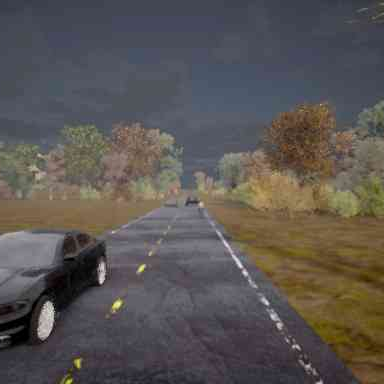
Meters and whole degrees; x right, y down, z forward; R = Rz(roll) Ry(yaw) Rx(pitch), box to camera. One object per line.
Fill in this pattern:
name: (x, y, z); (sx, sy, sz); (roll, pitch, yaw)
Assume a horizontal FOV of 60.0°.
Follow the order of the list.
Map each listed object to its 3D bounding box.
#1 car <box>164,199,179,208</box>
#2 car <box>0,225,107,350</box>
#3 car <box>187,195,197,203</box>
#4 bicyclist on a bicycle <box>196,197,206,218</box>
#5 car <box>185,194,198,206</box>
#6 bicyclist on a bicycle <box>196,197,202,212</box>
car: (-3.074, 1.680, 50.431); (1.994, 1.385, 4.181); (0, 0, 0)
car: (-3.102, 1.496, 6.589); (1.882, 1.535, 5.008); (0, 0, 0)
car: (-0.011, 1.508, 75.390); (2.097, 1.767, 4.553); (0, 0, 0)
bicyclist on a bicycle: (0.838, 1.511, 30.238); (0.866, 1.612, 1.509); (0, 0, 0)
car: (0.021, 1.351, 56.757); (2.150, 2.045, 5.566); (0, 0, 1)
bicyclist on a bicycle: (0.821, 1.465, 39.187); (0.659, 1.776, 1.843); (0, 0, 0)
